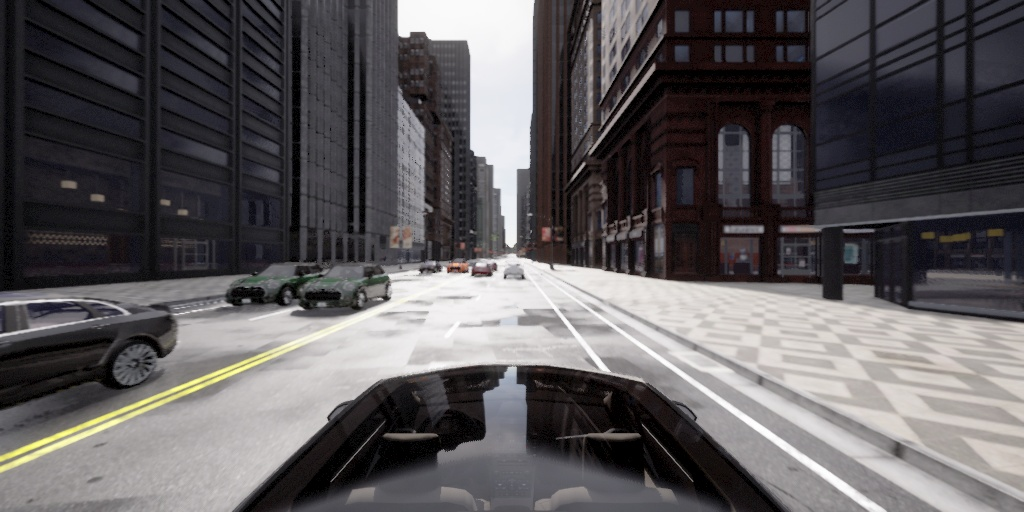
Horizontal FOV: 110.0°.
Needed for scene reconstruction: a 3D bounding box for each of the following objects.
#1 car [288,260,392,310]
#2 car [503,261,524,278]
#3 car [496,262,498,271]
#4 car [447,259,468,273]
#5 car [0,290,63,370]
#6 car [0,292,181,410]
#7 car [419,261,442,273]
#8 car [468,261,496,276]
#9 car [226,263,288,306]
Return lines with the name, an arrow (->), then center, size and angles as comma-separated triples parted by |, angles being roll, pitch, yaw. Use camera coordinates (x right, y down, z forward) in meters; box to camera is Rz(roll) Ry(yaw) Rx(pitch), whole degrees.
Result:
car -> -6.561, 1.088, 14.625 | 2.097, 1.767, 4.553 | 0, 0, 0
car -> 0.178, 1.288, 33.337 | 1.812, 1.442, 4.674 | 0, 0, 0
car -> -3.029, 1.347, 50.052 | 1.994, 1.385, 4.181 | 0, 0, 0
car -> -6.405, 1.112, 42.671 | 2.097, 1.767, 4.553 | 0, 0, 0
car -> -9.852, 1.330, 4.748 | 1.895, 1.301, 4.718 | 0, 0, 0
car -> -6.598, 1.228, 4.037 | 2.128, 1.511, 4.902 | 0, 0, 0
car -> -9.650, 1.302, 42.948 | 2.033, 1.411, 5.357 | 0, 0, 0
car -> -3.063, 1.324, 37.051 | 1.994, 1.385, 4.181 | 0, 0, 0
car -> -9.807, 1.081, 15.499 | 2.097, 1.767, 4.553 | 0, 0, 0
